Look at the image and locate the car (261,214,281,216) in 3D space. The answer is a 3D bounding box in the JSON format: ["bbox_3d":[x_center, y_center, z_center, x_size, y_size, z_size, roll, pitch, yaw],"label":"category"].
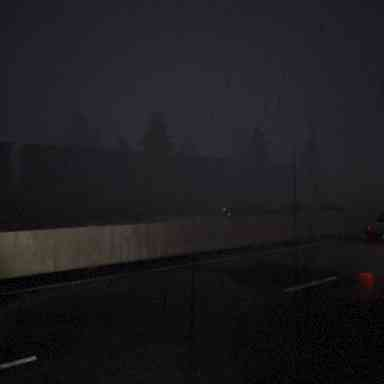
[{"bbox_3d":[7.980,1.537,26.886,4.181,1.385,1.994,0,0,-35],"label":"car"}]

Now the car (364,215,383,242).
[{"bbox_3d":[9.872,1.580,15.093,4.718,1.301,1.895,0,0,-36],"label":"car"}]

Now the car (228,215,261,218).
[{"bbox_3d":[4.887,1.575,28.979,4.718,1.301,1.895,0,0,-35],"label":"car"}]

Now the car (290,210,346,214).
[{"bbox_3d":[9.286,1.500,23.509,4.674,1.442,1.812,0,0,-36],"label":"car"}]
